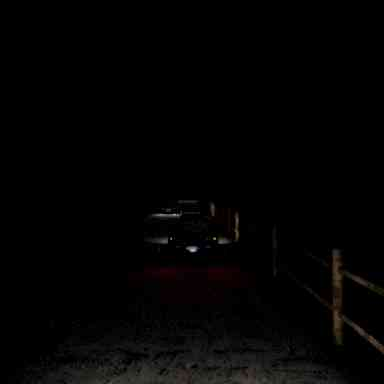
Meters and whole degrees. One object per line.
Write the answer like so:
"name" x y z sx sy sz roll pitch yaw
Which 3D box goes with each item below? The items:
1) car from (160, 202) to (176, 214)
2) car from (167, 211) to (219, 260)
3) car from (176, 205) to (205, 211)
"car" -2.801 1.968 41.478 1.812 1.442 4.674 0 -1 1
"car" 0.050 1.677 13.015 1.812 1.442 4.674 0 0 1
"car" 0.044 1.796 27.304 2.128 1.511 4.902 0 -1 0
